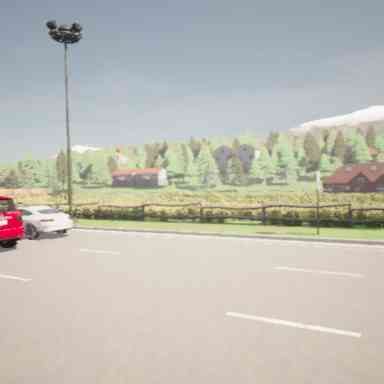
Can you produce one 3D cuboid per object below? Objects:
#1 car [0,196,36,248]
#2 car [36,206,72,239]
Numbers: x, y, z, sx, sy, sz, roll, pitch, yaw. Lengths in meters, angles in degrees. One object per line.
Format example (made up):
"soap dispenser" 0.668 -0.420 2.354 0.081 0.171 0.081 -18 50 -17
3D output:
"car" -8.942 1.182 12.806 5.566 2.045 2.150 -1 1 27
"car" -7.926 1.400 16.230 4.674 1.442 1.812 -1 1 27
